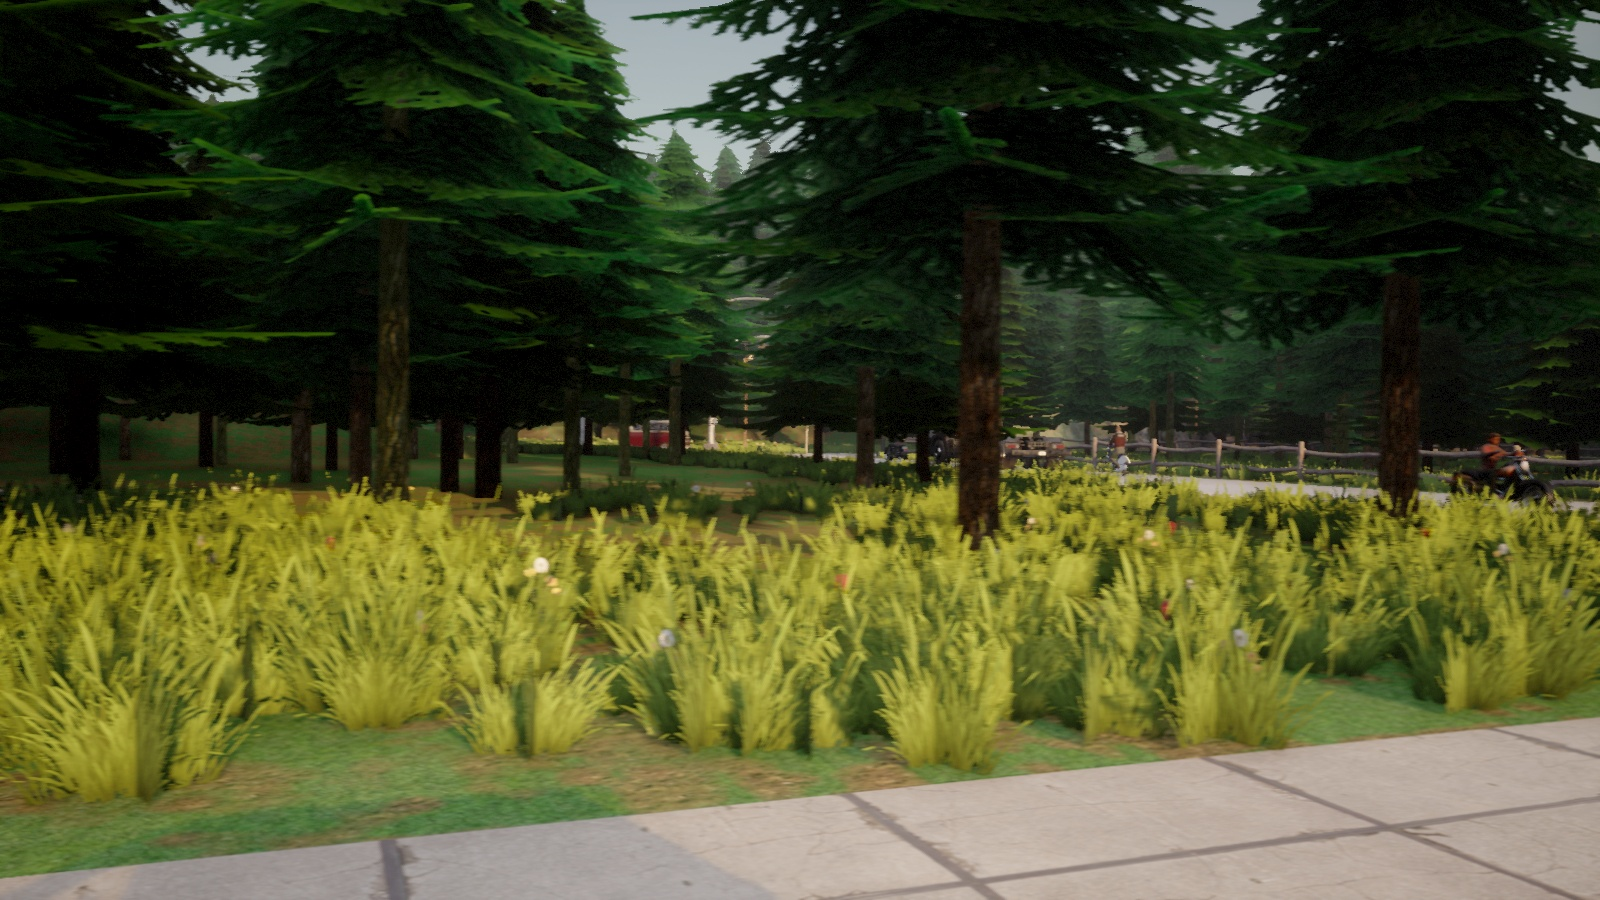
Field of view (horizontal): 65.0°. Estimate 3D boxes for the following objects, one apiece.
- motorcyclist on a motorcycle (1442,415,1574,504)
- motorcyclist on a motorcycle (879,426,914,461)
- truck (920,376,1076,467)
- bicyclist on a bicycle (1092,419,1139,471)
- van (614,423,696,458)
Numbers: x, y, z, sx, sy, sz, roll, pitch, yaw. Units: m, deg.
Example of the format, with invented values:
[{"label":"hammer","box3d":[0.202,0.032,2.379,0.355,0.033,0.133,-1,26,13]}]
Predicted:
[{"label":"motorcyclist on a motorcycle","box3d":[13.886,0.161,24.721,0.766,1.649,2.350,-1,1,-19]},{"label":"motorcyclist on a motorcycle","box3d":[4.661,-0.321,60.984,0.766,1.649,2.350,-1,1,-21]},{"label":"truck","box3d":[7.964,-1.140,51.777,2.891,3.462,7.936,-1,1,-20]},{"label":"bicyclist on a bicycle","box3d":[10.928,-0.185,43.507,0.659,1.776,1.843,-1,1,-20]},{"label":"van","box3d":[-8.481,-0.580,73.558,4.442,1.987,1.775,0,1,24]}]
